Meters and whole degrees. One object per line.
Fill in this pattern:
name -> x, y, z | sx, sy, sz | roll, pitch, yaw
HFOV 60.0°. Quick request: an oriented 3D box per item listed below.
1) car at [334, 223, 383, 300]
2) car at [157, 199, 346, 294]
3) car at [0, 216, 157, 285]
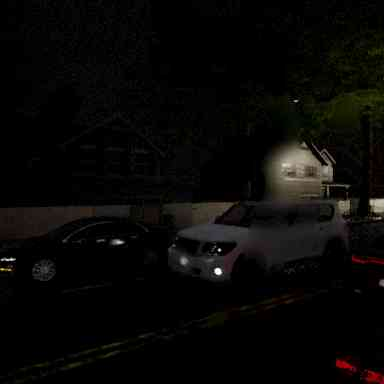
car -> 5.474, 1.477, 7.348 | 5.008, 1.535, 1.882 | 0, 0, -36
car -> 2.068, 1.221, 9.157 | 5.566, 2.045, 2.150 | 0, 0, -36
car -> -2.894, 1.505, 9.606 | 4.892, 1.490, 1.837 | 0, 0, -36
